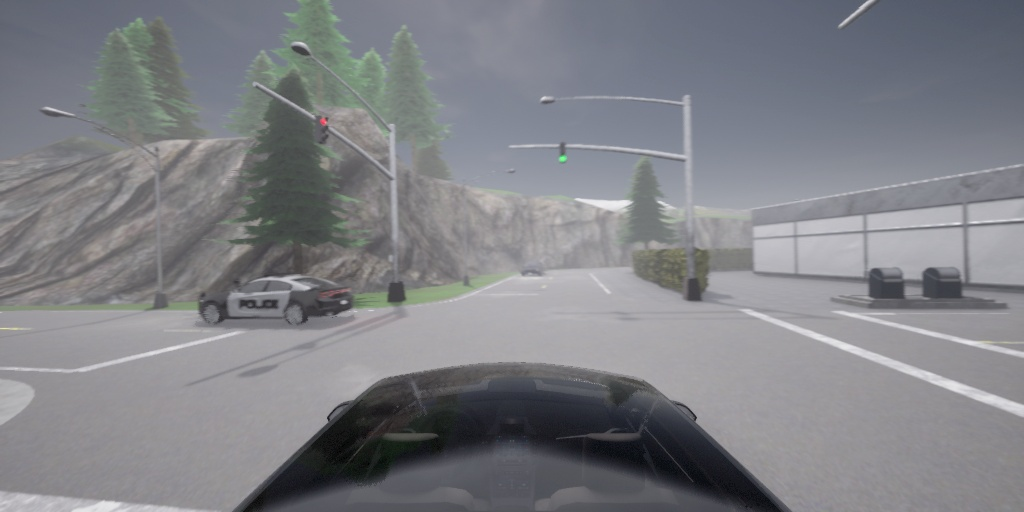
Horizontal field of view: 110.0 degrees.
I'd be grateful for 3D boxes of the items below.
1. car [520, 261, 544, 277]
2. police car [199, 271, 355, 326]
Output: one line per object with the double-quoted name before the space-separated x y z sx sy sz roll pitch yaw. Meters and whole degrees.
"car" 2.053 1.164 34.518 2.033 1.411 5.357 -2 0 10
"police car" -8.006 1.359 12.137 5.238 1.638 1.930 -1 0 10
